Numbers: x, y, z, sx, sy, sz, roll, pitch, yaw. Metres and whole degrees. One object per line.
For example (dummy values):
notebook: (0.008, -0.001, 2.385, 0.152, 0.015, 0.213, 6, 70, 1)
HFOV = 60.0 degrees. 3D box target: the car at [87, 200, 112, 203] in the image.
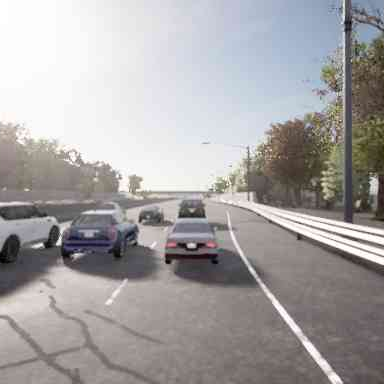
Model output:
car: (-6.982, 1.671, 28.404, 2.097, 1.767, 4.553, 0, -1, 1)

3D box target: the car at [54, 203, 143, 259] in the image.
car: (-3.478, 1.500, 13.406, 2.097, 1.767, 4.553, 0, -1, 0)

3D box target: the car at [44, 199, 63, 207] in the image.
car: (-28.013, 2.273, 67.381, 1.882, 1.535, 5.008, 0, -1, 0)

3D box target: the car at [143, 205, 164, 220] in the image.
car: (-3.477, 1.850, 28.882, 1.812, 1.442, 4.674, 0, 0, 1)

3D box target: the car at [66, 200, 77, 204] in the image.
car: (-24.513, 2.320, 67.381, 1.812, 1.442, 4.674, 0, -1, 0)

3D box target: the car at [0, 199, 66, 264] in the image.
car: (-6.992, 1.364, 12.547, 2.150, 2.045, 5.566, 0, 0, 0)

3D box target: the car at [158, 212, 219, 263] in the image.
car: (0.006, 1.686, 12.521, 2.033, 1.411, 5.357, 0, -1, 1)

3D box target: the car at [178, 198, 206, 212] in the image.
car: (0.006, 1.535, 27.562, 2.150, 2.045, 5.566, 0, 0, 0)

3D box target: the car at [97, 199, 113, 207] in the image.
car: (-17.513, 2.273, 67.383, 1.882, 1.535, 5.008, 0, -1, 0)

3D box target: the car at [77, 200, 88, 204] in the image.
car: (-21.012, 2.320, 67.382, 1.812, 1.442, 4.674, 0, -1, 0)
